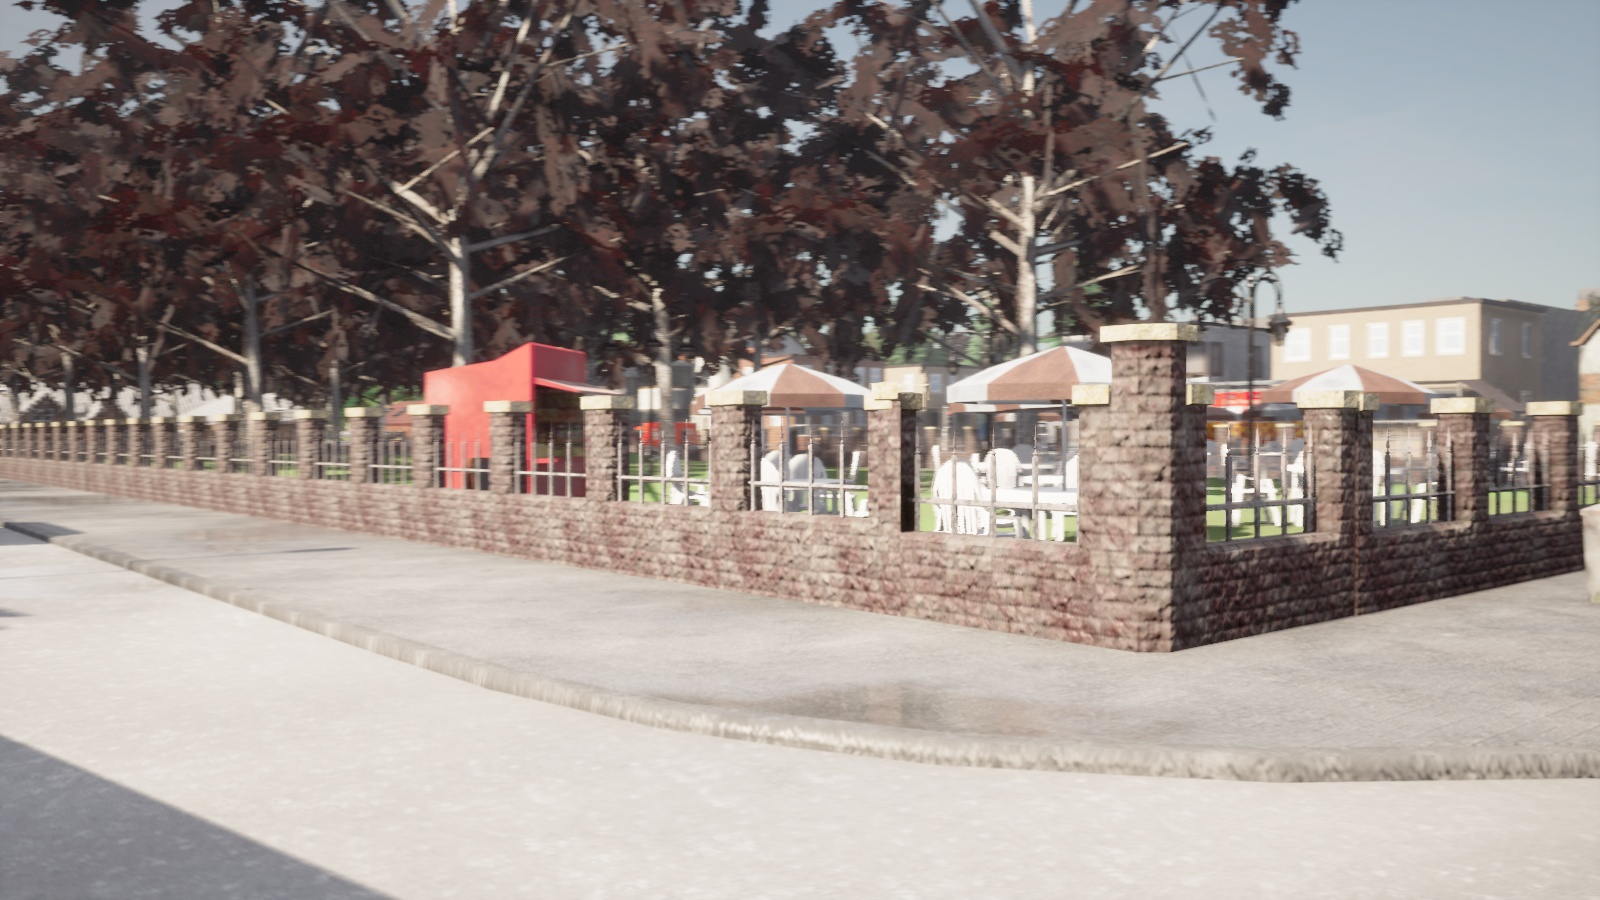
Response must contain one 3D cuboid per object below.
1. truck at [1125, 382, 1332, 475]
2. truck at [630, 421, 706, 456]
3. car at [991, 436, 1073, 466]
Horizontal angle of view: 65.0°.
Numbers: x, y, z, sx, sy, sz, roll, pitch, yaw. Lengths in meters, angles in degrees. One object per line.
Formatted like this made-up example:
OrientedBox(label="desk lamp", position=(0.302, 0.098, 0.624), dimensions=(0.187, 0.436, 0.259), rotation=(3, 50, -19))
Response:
OrientedBox(label="truck", position=(19.012, -0.955, 56.293), dimensions=(2.891, 3.827, 8.468), rotation=(0, 1, -40))
OrientedBox(label="truck", position=(-9.542, -0.844, 90.666), dimensions=(5.204, 2.467, 2.627), rotation=(1, 1, 42))
OrientedBox(label="car", position=(11.935, 0.035, 64.727), dimensions=(1.970, 1.475, 3.806), rotation=(0, 1, -40))
